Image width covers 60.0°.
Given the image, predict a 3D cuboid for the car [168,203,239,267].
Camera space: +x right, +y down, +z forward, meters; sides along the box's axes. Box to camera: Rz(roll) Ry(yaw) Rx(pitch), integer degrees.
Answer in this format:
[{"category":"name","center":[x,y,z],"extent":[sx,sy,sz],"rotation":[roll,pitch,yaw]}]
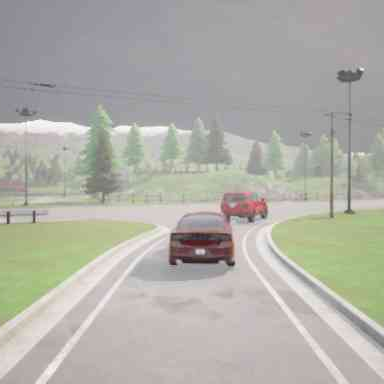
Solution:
[{"category":"car","center":[0.442,1.363,11.071],"extent":[1.882,1.535,5.008],"rotation":[0,1,5]}]

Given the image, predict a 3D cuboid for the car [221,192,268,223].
[{"category":"car","center":[3.795,0.978,23.740],"extent":[2.150,2.045,5.566],"rotation":[0,1,27]}]
